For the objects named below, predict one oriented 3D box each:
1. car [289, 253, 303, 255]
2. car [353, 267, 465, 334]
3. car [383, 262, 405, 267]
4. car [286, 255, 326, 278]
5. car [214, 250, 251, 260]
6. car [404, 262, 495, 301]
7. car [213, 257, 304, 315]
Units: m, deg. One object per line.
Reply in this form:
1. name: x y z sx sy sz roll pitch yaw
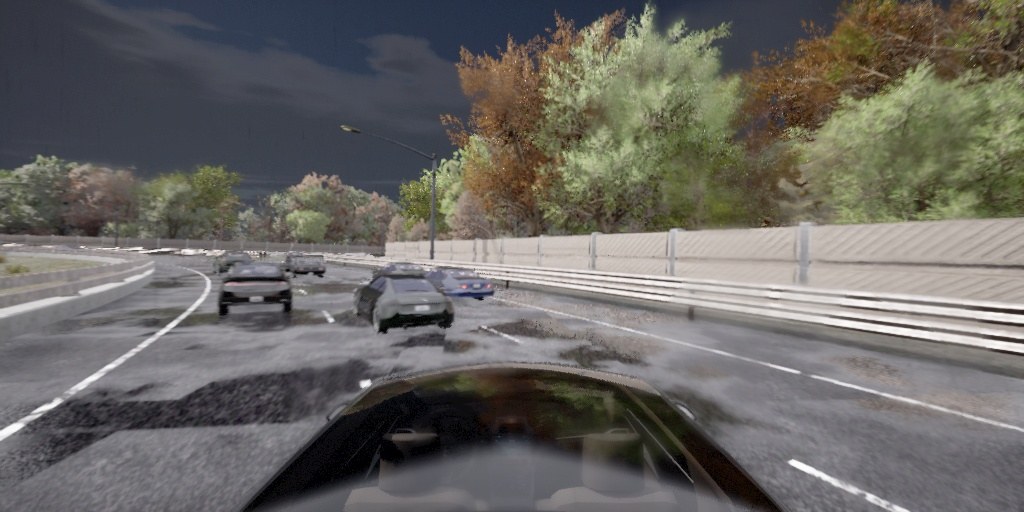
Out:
1. car: -28.041 0.305 46.504 2.128 1.511 4.902 1 0 -36
2. car: -3.235 1.191 10.354 1.994 1.385 4.181 1 0 -32
3. car: -6.620 1.038 21.318 2.033 1.411 5.357 1 0 -38
4. car: -14.947 0.851 25.650 1.895 1.301 4.718 1 0 -42
5. car: -20.166 0.461 26.034 2.097 1.767 4.553 1 0 -44
6. car: -2.801 1.162 16.012 2.033 1.411 5.357 1 0 -35
7. car: -8.610 0.967 12.172 2.128 1.511 4.902 1 0 -35
